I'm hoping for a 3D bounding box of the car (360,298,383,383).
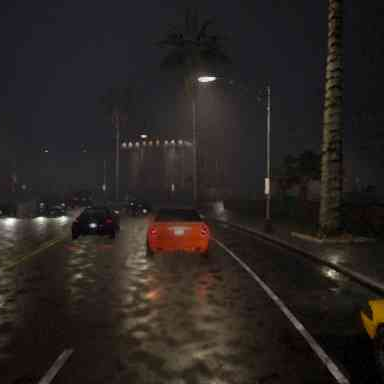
[{"bbox_3d":[3.049,1.471,2.155,1.801,1.575,5.366,1,0,2],"label":"car"}]

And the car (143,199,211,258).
[{"bbox_3d":[-0.613,1.270,12.588,2.097,1.767,4.553,0,0,-6],"label":"car"}]

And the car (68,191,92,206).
[{"bbox_3d":[-12.931,0.877,37.100,2.150,2.045,5.566,1,0,-36],"label":"car"}]

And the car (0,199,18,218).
[{"bbox_3d":[-14.748,1.268,26.005,1.994,1.385,4.181,0,0,-25],"label":"car"}]

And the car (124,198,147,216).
[{"bbox_3d":[-4.795,1.282,29.601,1.837,1.490,4.892,1,0,-22],"label":"car"}]

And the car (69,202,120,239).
[{"bbox_3d":[-4.678,1.420,16.570,1.994,1.385,4.181,1,0,-10],"label":"car"}]

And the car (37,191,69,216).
[{"bbox_3d":[-12.137,1.064,28.611,2.097,1.767,4.553,0,1,-27],"label":"car"}]
